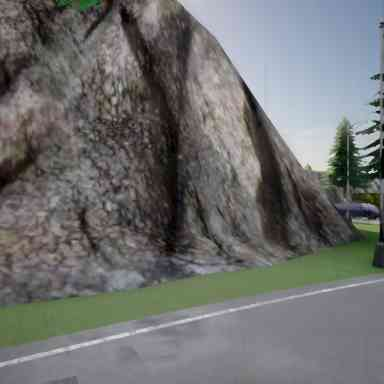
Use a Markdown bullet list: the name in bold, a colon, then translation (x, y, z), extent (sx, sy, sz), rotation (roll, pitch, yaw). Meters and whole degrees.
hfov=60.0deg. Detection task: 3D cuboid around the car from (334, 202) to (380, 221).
- **car**: translation (13.923, 1.525, 27.338), extent (1.812, 1.442, 4.674), rotation (0, 0, -25)
